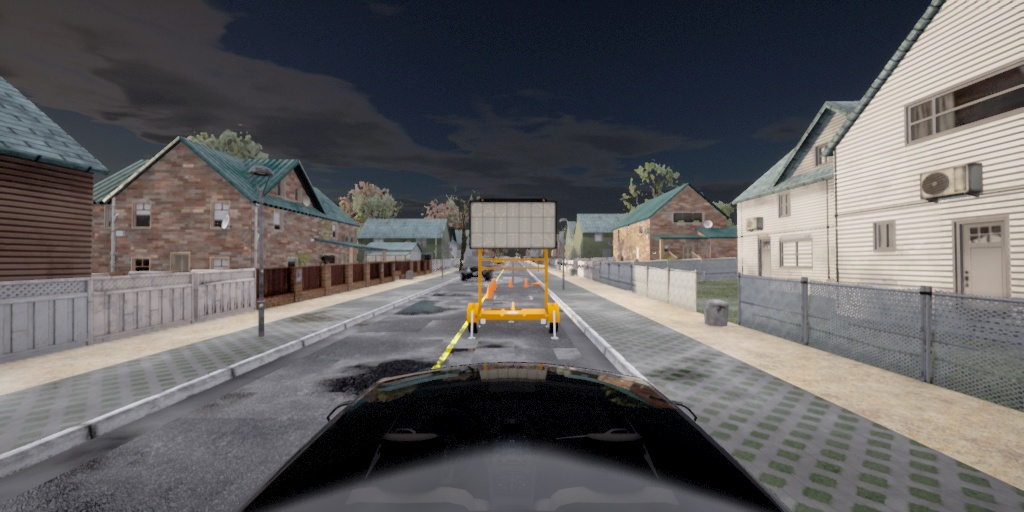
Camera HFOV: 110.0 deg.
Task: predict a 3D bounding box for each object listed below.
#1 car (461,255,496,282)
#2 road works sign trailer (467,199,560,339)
[{"bbox_3d":[-2.754,0.971,29.142,2.150,2.045,5.566,0,0,0],"label":"car"},{"bbox_3d":[0.032,0.215,10.018,2.380,3.560,2.880,0,0,0],"label":"road works sign trailer"}]
